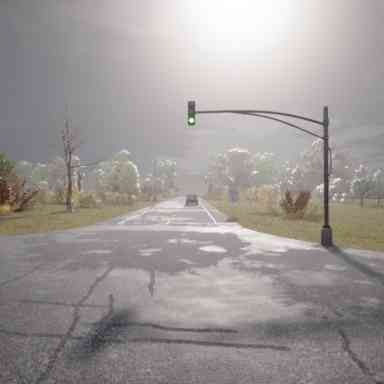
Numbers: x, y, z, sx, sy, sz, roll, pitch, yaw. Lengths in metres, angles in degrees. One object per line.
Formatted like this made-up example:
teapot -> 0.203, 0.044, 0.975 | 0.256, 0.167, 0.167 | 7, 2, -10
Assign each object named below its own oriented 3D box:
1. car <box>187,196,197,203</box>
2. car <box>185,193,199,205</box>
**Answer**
car -> 0.015, 1.546, 69.623 | 1.882, 1.535, 5.008 | 0, 0, 0
car -> 0.013, 1.271, 59.234 | 2.150, 2.045, 5.566 | 0, 0, 0
